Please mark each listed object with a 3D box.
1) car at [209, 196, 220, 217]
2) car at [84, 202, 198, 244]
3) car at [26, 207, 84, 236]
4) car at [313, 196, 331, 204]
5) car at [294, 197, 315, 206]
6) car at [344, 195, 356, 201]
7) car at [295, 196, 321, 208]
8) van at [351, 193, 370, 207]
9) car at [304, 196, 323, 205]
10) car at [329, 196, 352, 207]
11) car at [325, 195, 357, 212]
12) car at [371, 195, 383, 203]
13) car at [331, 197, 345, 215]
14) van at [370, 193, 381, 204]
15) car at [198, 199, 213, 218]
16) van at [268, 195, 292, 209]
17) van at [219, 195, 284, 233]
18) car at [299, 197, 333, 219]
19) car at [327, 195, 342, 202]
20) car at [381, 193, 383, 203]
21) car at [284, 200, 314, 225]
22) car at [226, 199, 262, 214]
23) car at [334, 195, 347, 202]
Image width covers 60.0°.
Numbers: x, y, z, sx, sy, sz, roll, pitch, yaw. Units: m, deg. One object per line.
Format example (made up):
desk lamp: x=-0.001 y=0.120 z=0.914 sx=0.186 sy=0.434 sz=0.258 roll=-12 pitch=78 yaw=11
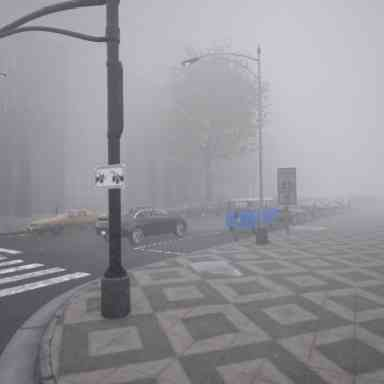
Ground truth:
car: x=2.602 y=1.307 z=31.857 sx=2.192 sy=1.841 sz=5.009 roll=-1 pitch=0 yaw=36
car: x=-2.156 y=1.429 z=15.387 sx=2.128 sy=1.511 sz=4.902 roll=-1 pitch=-1 yaw=36
car: x=-6.772 y=1.564 z=18.843 sx=1.752 sy=1.417 sz=4.829 roll=-1 pitch=0 yaw=36
car: x=24.237 y=1.453 z=61.902 sx=2.008 sy=1.369 sz=4.403 roll=-1 pitch=-1 yaw=36
car: x=18.056 y=1.492 z=53.316 sx=1.947 sy=1.339 sz=4.313 roll=-1 pitch=0 yaw=36
car: x=39.548 y=1.401 z=83.169 sx=2.008 sy=1.369 sz=4.403 roll=-1 pitch=-1 yaw=36
car: x=15.977 y=1.386 z=45.707 sx=2.128 sy=1.511 sz=4.902 roll=-1 pitch=-1 yaw=36
van: x=22.378 y=1.127 z=44.737 sx=1.690 sy=1.788 sz=3.998 roll=-1 pitch=0 yaw=36
car: x=21.047 y=1.440 z=57.472 sx=1.752 sy=1.417 sz=4.829 roll=-1 pitch=-1 yaw=36
car: x=21.819 y=1.376 z=48.686 sx=2.033 sy=1.411 sz=5.357 roll=-1 pitch=-1 yaw=36
car: x=16.055 y=1.363 z=35.950 sx=2.008 sy=1.369 sz=4.403 roll=-1 pitch=0 yaw=36
car: x=35.033 y=1.304 z=62.308 sx=1.947 sy=1.339 sz=4.313 roll=-1 pitch=-1 yaw=36
car: x=12.893 y=1.408 z=31.557 sx=1.802 sy=1.307 sz=4.206 roll=-1 pitch=0 yaw=36
van: x=28.704 y=1.102 z=53.524 sx=1.690 sy=1.788 sz=3.998 roll=-1 pitch=-1 yaw=36
car: x=-0.486 y=1.552 z=27.563 sx=1.887 sy=1.381 sz=4.507 roll=-1 pitch=0 yaw=36
van: x=11.872 y=1.292 z=44.734 sx=1.690 sy=1.788 sz=3.998 roll=-1 pitch=0 yaw=36
van: x=3.401 y=1.213 z=18.379 sx=1.690 sy=1.788 sz=3.998 roll=-1 pitch=0 yaw=36
car: x=9.729 y=1.385 z=27.163 sx=1.887 sy=1.381 sz=4.507 roll=-1 pitch=0 yaw=36
car: x=30.005 y=1.433 z=69.914 sx=2.008 sy=1.369 sz=4.403 roll=-1 pitch=-1 yaw=36
car: x=31.968 y=1.274 z=58.053 sx=1.752 sy=1.417 sz=4.829 roll=-1 pitch=-1 yaw=36
car: x=6.567 y=1.422 z=22.770 sx=1.947 sy=1.339 sz=4.313 roll=-1 pitch=0 yaw=36
car: x=5.695 y=1.529 z=36.148 sx=2.008 sy=1.369 sz=4.403 roll=-1 pitch=0 yaw=36
car: x=33.186 y=1.416 z=74.332 sx=1.887 sy=1.381 sz=4.507 roll=-1 pitch=-1 yaw=36
